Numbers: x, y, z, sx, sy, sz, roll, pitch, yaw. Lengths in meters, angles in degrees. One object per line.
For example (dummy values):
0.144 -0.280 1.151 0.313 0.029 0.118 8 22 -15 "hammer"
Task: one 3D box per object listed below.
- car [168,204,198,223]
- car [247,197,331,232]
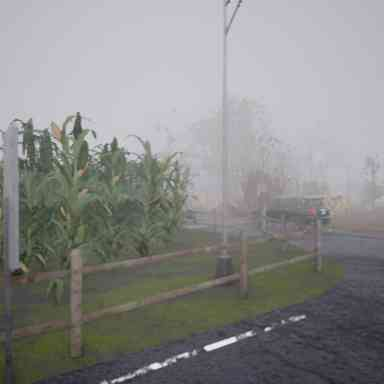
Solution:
-1.475 1.660 27.056 1.882 1.535 5.008 0 0 -34 "car"
6.077 1.319 21.474 2.150 2.045 5.566 0 0 -35 "car"
